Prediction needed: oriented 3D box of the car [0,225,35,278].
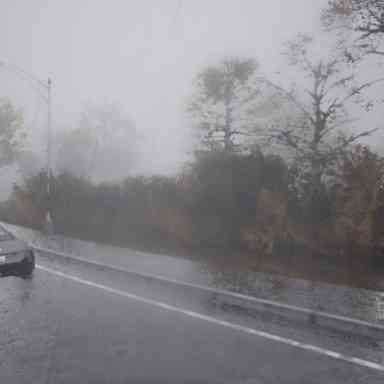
[{"bbox_3d":[-6.009,1.524,9.062,4.181,1.385,1.994,0,0,42],"label":"car"}]
